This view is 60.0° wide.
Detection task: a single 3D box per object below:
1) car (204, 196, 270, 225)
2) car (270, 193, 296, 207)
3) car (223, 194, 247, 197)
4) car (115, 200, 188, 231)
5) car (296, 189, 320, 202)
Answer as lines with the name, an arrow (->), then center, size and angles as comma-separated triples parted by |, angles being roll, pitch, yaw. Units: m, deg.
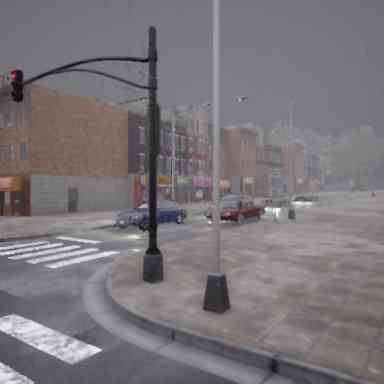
car -> 2.762, 1.152, 20.221 | 1.895, 1.301, 4.718 | 0, 1, 36
car -> 8.545, 0.762, 33.443 | 1.994, 1.385, 4.181 | 0, 1, 35
car -> 3.231, 0.934, 25.959 | 1.837, 1.490, 4.892 | 0, 1, 35
car -> -2.103, 1.194, 18.427 | 1.812, 1.442, 4.674 | 0, 1, 37
car -> 14.397, 0.523, 41.652 | 1.994, 1.385, 4.181 | 0, 1, 36
